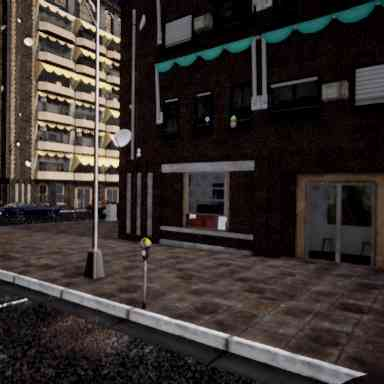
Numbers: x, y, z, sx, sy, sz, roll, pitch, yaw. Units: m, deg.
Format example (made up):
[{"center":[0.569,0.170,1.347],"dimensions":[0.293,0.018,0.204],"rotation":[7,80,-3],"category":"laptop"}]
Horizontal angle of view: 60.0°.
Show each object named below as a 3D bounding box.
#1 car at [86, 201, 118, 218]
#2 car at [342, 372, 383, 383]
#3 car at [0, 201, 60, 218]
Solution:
[{"center":[-7.444,1.814,31.616],"dimensions":[1.947,1.339,4.313],"rotation":[1,0,36],"category":"car"},{"center":[2.655,1.552,1.121],"dimensions":[4.403,1.369,2.008],"rotation":[0,1,36],"category":"car"},{"center":[-14.992,1.710,31.134],"dimensions":[1.895,1.301,4.718],"rotation":[1,0,36],"category":"car"}]
